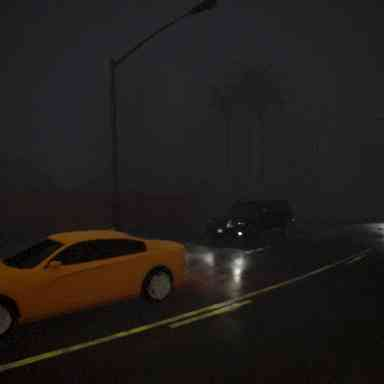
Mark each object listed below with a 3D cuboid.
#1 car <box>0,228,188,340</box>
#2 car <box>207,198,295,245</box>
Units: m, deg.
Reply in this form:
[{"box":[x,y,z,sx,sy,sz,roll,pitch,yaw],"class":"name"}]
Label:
[{"box":[-2.378,1.557,6.769,5.008,1.535,1.882,0,0,-39],"class":"car"},{"box":[3.124,1.361,16.717,2.150,2.045,5.566,-1,-1,43],"class":"car"}]
